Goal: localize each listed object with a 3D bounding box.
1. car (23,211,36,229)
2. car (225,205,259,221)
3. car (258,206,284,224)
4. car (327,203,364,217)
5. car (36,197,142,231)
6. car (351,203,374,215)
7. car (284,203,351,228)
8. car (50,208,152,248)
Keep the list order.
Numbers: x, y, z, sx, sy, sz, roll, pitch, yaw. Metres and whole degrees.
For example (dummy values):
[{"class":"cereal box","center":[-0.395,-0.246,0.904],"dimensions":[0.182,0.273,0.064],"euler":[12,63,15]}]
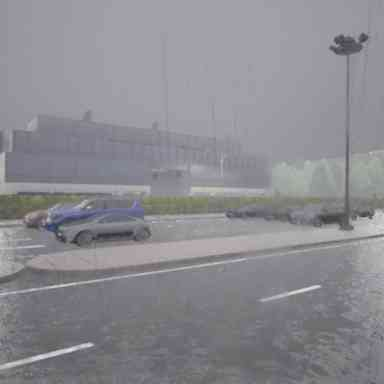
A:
[{"class":"car","center":[-8.062,1.424,20.932],"dimensions":[4.553,1.767,2.097],"euler":[1,-1,-35]},{"class":"car","center":[5.309,1.888,30.404],"dimensions":[4.718,1.301,1.895],"euler":[1,-1,-35]},{"class":"car","center":[8.178,1.902,28.140],"dimensions":[4.718,1.301,1.895],"euler":[1,-1,-35]},{"class":"car","center":[18.331,2.061,39.633],"dimensions":[4.892,1.490,1.837],"euler":[1,-1,-35]},{"class":"car","center":[-5.318,1.305,18.598],"dimensions":[5.566,2.045,2.150],"euler":[1,-1,-36]},{"class":"car","center":[13.240,1.556,27.414],"dimensions":[4.181,1.385,1.994],"euler":[1,-1,-35]},{"class":"car","center":[9.336,1.638,24.678],"dimensions":[4.553,1.767,2.097],"euler":[1,0,-35]},{"class":"car","center":[-3.965,1.636,15.255],"dimensions":[4.181,1.385,1.994],"euler":[1,-1,-35]}]
